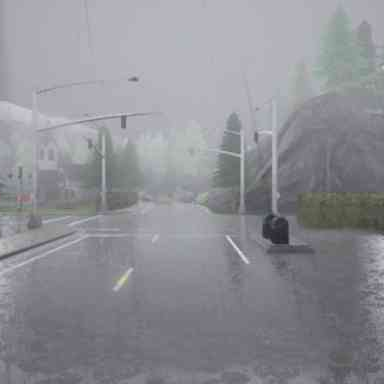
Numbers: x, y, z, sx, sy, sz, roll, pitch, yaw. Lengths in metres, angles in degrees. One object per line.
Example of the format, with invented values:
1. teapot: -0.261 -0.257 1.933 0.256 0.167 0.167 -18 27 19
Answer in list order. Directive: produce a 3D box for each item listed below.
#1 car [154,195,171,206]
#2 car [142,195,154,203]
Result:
1. car: -4.555 1.240 53.433 2.097 1.767 4.553 0 0 -10
2. car: -8.824 1.357 68.272 1.837 1.490 4.892 0 0 -25
